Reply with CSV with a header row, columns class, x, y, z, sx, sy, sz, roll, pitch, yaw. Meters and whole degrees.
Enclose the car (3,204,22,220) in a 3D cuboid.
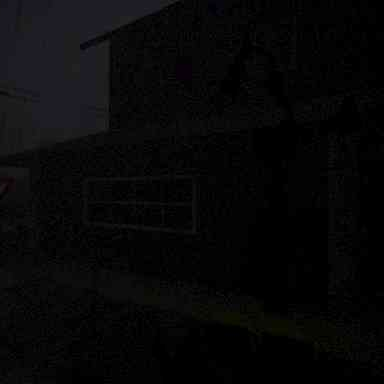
class,x,y,z,sx,sy,sz,roll,pitch,yaw
car,-14.951,1.504,23.942,1.882,1.535,5.008,0,0,37
